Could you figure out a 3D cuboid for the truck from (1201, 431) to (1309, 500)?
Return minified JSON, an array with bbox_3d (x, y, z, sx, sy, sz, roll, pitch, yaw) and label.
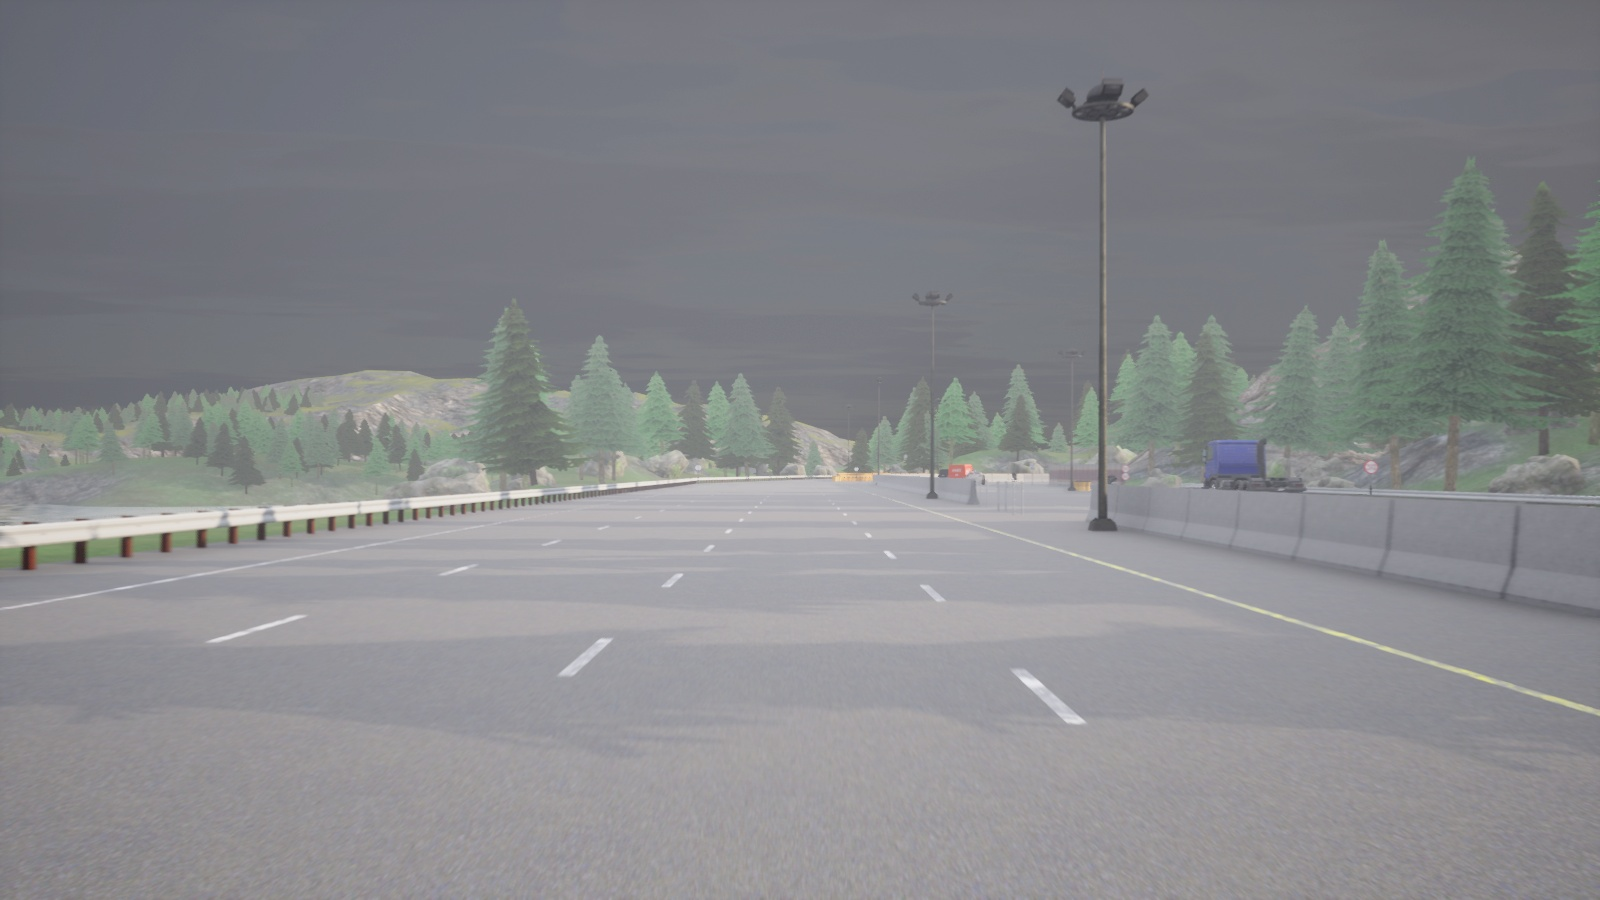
[{"bbox_3d":[24.337,0.863,67.626,2.891,3.462,7.936,0,-1,0],"label":"truck"}]
